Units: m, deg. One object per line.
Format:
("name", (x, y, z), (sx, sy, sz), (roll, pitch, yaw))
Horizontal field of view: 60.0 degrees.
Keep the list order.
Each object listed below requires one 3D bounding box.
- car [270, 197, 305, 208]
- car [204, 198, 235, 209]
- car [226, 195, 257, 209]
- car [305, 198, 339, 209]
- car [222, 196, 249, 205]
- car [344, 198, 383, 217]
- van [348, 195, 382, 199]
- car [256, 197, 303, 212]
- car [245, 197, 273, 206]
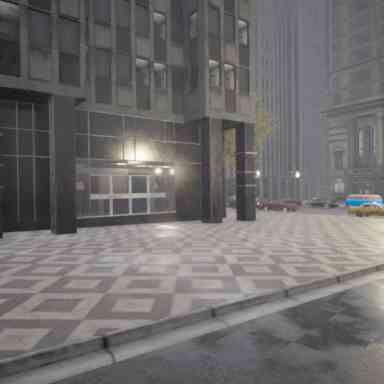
("car", (13.592, 1.400, 47.482), (1.887, 1.381, 4.507), (-1, 1, -36))
("car", (3.792, 1.533, 46.498), (2.008, 1.369, 4.403), (-1, 1, -36))
("car", (6.884, 1.311, 42.206), (2.192, 1.841, 5.009), (-1, 1, -36))
("car", (16.759, 1.437, 43.092), (1.947, 1.339, 4.313), (-1, 1, -36))
("car", (7.259, 1.378, 56.263), (2.008, 1.369, 4.403), (-1, 1, -36))
("car", (16.264, 1.568, 29.196), (1.752, 1.417, 4.829), (-1, 1, -36))
("van", (19.923, 1.227, 38.700), (1.690, 1.788, 3.998), (-1, 1, -36))
("car", (9.980, 1.556, 37.919), (1.887, 1.381, 4.507), (-1, 1, -36))
("car", (10.425, 1.423, 51.874), (1.802, 1.307, 4.206), (-1, 1, -36))
